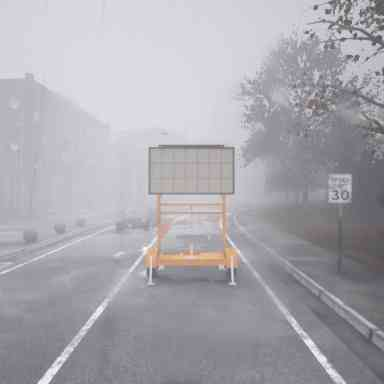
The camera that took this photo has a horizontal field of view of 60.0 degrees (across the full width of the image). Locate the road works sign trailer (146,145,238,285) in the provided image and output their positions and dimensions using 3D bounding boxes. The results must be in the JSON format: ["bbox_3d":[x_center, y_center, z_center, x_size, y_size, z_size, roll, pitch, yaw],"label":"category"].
[{"bbox_3d":[-0.013,0.467,9.471,2.380,3.560,2.880,0,0,0],"label":"road works sign trailer"}]

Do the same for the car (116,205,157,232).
[{"bbox_3d":[-3.233,1.532,20.183,1.812,1.442,4.674,0,0,3],"label":"car"}]
